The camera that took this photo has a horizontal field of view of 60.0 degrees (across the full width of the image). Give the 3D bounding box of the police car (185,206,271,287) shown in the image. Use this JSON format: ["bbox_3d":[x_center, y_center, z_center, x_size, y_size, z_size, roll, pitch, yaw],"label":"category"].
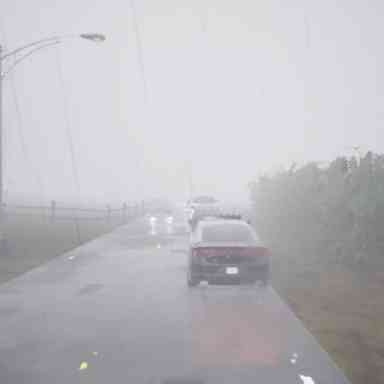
[{"bbox_3d":[0.836,1.428,9.484,1.930,1.638,5.238,0,0,0],"label":"police car"}]

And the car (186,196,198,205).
[{"bbox_3d":[0.078,1.503,61.176,2.128,1.511,4.902,0,0,0],"label":"car"}]

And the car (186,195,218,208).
[{"bbox_3d":[0.854,1.218,25.404,2.150,2.045,5.566,0,0,0],"label":"car"}]

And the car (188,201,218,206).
[{"bbox_3d":[0.848,1.505,19.374,1.837,1.490,4.892,0,0,0],"label":"car"}]

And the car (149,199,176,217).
[{"bbox_3d":[-2.807,1.514,31.806,1.812,1.442,4.674,0,0,0],"label":"car"}]

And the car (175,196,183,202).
[{"bbox_3d":[-2.658,1.580,72.314,1.994,1.385,4.181,0,0,0],"label":"car"}]
